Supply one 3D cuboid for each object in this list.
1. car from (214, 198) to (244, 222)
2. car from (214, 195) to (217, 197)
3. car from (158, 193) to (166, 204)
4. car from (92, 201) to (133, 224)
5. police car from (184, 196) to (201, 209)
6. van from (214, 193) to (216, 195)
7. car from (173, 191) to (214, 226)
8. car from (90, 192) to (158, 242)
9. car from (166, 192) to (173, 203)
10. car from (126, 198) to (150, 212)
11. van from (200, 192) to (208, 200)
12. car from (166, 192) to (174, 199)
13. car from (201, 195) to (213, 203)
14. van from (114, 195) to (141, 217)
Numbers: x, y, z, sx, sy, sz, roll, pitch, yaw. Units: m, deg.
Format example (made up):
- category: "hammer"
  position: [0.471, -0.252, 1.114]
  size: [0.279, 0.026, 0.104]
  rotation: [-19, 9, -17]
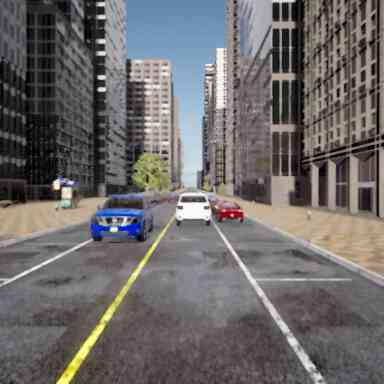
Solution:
- category: "car"
  position: [2.676, 1.396, 24.307]
  size: [1.887, 1.381, 4.507]
  rotation: [0, 0, 0]
- category: "car"
  position: [2.668, 1.324, 41.314]
  size: [1.802, 1.307, 4.206]
  rotation: [0, 0, 0]
- category: "car"
  position: [-5.719, 1.228, 52.646]
  size: [1.947, 1.339, 4.313]
  rotation: [0, 0, 0]
- category: "car"
  position: [-5.704, 1.418, 24.303]
  size: [1.947, 1.339, 4.313]
  rotation: [0, 0, 0]
- category: "police car"
  position: [0.078, 1.242, 41.387]
  size: [2.038, 1.542, 4.974]
  rotation: [0, 0, 0]
- category: "van"
  position: [2.665, 1.043, 46.981]
  size: [1.690, 1.788, 3.998]
  rotation: [0, 0, 0]
- category: "car"
  position: [0.097, 1.086, 22.500]
  size: [2.150, 2.045, 5.566]
  rotation: [0, 1, 0]
- category: "car"
  position: [-3.108, 1.124, 15.993]
  size: [2.150, 2.045, 5.566]
  rotation: [0, 0, 0]
- category: "car"
  position: [-3.092, 1.203, 55.856]
  size: [1.994, 1.385, 4.181]
  rotation: [0, 0, 0]
- category: "car"
  position: [-5.710, 1.347, 35.640]
  size: [1.947, 1.339, 4.313]
  rotation: [0, 0, 0]
- category: "van"
  position: [2.650, 0.843, 75.320]
  size: [1.690, 1.788, 3.998]
  rotation: [0, 0, 0]
- category: "car"
  position: [-5.737, 0.858, 86.653]
  size: [1.967, 1.590, 4.097]
  rotation: [0, 0, 0]
- category: "car"
  position: [2.658, 1.167, 58.318]
  size: [1.887, 1.381, 4.507]
  rotation: [0, 0, 0]
- category: "van"
  position: [-5.707, 1.159, 29.970]
  size: [1.690, 1.788, 3.998]
  rotation: [0, 0, 0]
